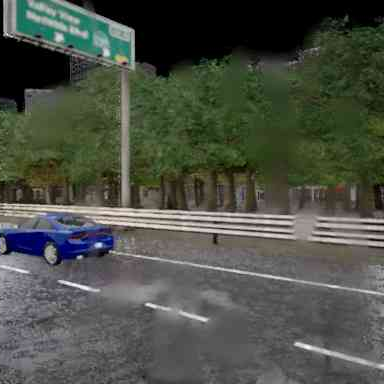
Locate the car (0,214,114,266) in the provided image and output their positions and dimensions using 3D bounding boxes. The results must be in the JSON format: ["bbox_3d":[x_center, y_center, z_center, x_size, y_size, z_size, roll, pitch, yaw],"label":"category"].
[{"bbox_3d":[-4.893,1.496,11.653,5.008,1.535,1.882,0,0,35],"label":"car"}]
